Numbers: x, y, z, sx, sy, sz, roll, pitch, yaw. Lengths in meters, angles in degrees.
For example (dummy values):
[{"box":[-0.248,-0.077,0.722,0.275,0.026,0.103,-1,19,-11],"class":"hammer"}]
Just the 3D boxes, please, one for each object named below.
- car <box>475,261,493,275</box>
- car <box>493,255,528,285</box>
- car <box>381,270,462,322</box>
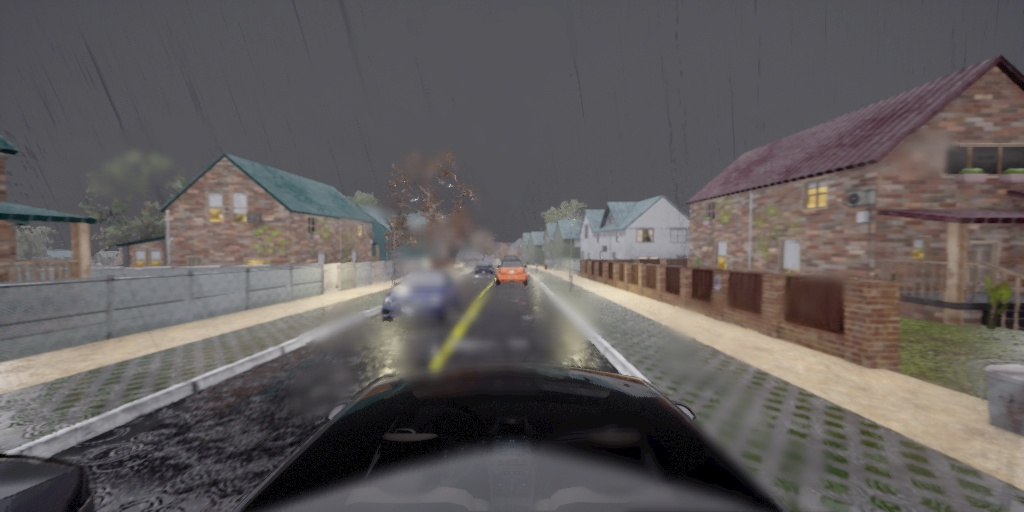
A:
[{"box":[-2.883,1.223,38.419,2.033,1.411,5.357,0,0,-1],"class":"car"},{"box":[0.009,1.031,25.173,2.097,1.767,4.553,0,0,0],"class":"car"},{"box":[-2.841,1.231,12.196,1.812,1.442,4.674,0,0,0],"class":"car"}]
